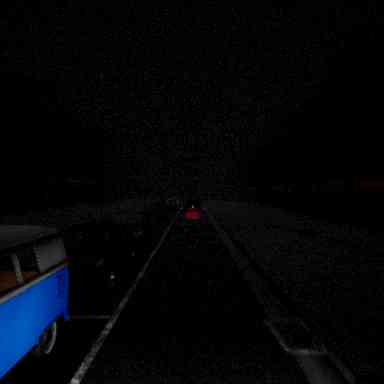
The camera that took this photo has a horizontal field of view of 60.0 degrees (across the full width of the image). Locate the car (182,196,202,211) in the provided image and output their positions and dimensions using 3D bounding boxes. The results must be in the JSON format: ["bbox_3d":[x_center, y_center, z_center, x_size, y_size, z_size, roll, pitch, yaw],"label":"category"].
[{"bbox_3d":[0.093,1.332,37.804,1.837,1.490,4.892,0,0,0],"label":"car"}]

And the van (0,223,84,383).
[{"bbox_3d":[-2.627,1.333,3.313,1.690,1.788,3.998,1,0,0],"label":"van"}]

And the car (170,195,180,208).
[{"bbox_3d":[-2.630,1.272,36.555,1.967,1.590,4.097,1,0,0],"label":"car"}]

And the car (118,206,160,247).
[{"bbox_3d":[-2.627,1.517,14.399,1.802,1.307,4.206,1,0,0],"label":"car"}]

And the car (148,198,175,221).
[{"bbox_3d":[-2.629,1.438,25.476,1.947,1.339,4.313,1,0,0],"label":"car"}]

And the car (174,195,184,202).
[{"bbox_3d":[-2.638,1.374,69.796,2.008,1.369,4.403,1,0,0],"label":"car"}]

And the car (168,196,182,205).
[{"bbox_3d":[-2.636,1.365,53.173,2.008,1.369,4.403,1,0,0],"label":"car"}]

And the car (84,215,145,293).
[{"bbox_3d":[-2.628,1.534,8.859,1.947,1.339,4.313,1,0,0],"label":"car"}]

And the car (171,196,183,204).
[{"bbox_3d":[-2.637,1.383,58.714,1.947,1.339,4.313,1,0,0],"label":"car"}]

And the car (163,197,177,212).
[{"bbox_3d":[-2.631,1.431,31.016,1.802,1.307,4.206,1,0,0],"label":"car"}]

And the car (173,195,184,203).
[{"bbox_3d":[-2.637,1.365,64.254,1.887,1.381,4.507,1,0,0],"label":"car"}]

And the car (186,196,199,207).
[{"bbox_3d":[0.091,1.321,49.174,1.837,1.490,4.892,0,0,1],"label":"car"}]
